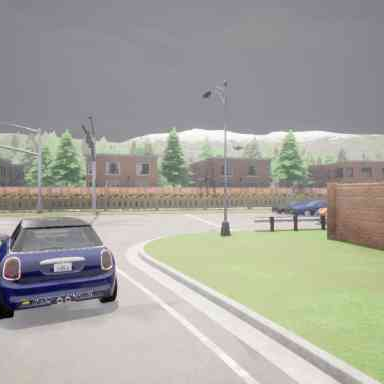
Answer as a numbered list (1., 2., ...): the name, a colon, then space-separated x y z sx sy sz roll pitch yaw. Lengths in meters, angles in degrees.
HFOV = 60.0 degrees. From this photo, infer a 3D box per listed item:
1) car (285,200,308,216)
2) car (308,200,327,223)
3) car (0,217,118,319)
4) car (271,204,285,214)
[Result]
1. car: 11.428 1.478 30.340 5.008 1.535 1.882 0 0 -14
2. car: 10.791 1.352 22.976 4.553 1.767 2.097 0 0 -14
3. car: -3.299 1.352 7.757 2.097 1.767 4.553 0 0 -28
4. car: 10.828 1.547 33.796 5.357 1.411 2.033 0 0 -14
